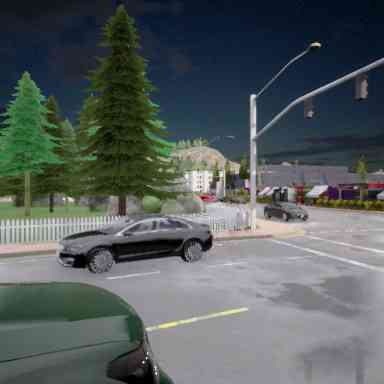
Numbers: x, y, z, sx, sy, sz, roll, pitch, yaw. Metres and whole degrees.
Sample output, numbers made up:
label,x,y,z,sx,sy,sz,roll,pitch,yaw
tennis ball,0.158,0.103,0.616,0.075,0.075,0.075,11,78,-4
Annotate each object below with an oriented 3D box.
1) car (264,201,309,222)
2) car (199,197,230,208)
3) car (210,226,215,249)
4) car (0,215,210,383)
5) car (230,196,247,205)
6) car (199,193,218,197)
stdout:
label,x,y,z,sx,sy,sz,roll,pitch,yaw
car,7.672,1.558,27.458,1.837,1.490,4.892,0,1,-16
car,2.862,1.656,43.884,1.895,1.301,4.718,0,0,-16
car,-1.617,1.491,10.526,4.902,1.511,2.128,0,0,-29
car,-2.779,1.221,1.653,5.566,2.045,2.150,0,0,-36
car,8.616,1.547,62.284,2.128,1.511,4.902,0,0,-16
car,2.844,1.277,69.594,2.150,2.045,5.566,0,0,-17
